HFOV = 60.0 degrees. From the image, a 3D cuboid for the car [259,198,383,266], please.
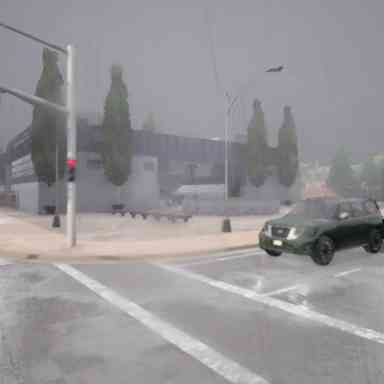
[{"bbox_3d":[4.886,1.239,12.069,5.566,2.045,2.150,0,0,-37],"label":"car"}]
